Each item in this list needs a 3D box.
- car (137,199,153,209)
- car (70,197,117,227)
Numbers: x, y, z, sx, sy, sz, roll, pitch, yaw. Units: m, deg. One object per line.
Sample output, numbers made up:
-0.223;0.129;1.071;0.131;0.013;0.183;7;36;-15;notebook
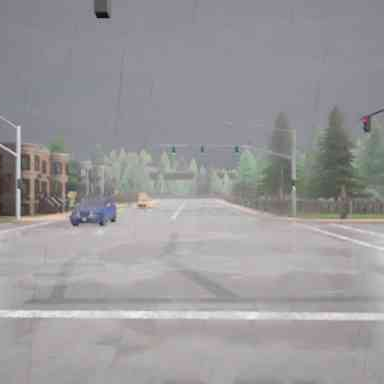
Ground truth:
-7.015;1.729;49.753;1.882;1.535;5.008;0;0;0;car
-7.008;1.410;24.375;2.150;2.045;5.566;0;0;0;car
